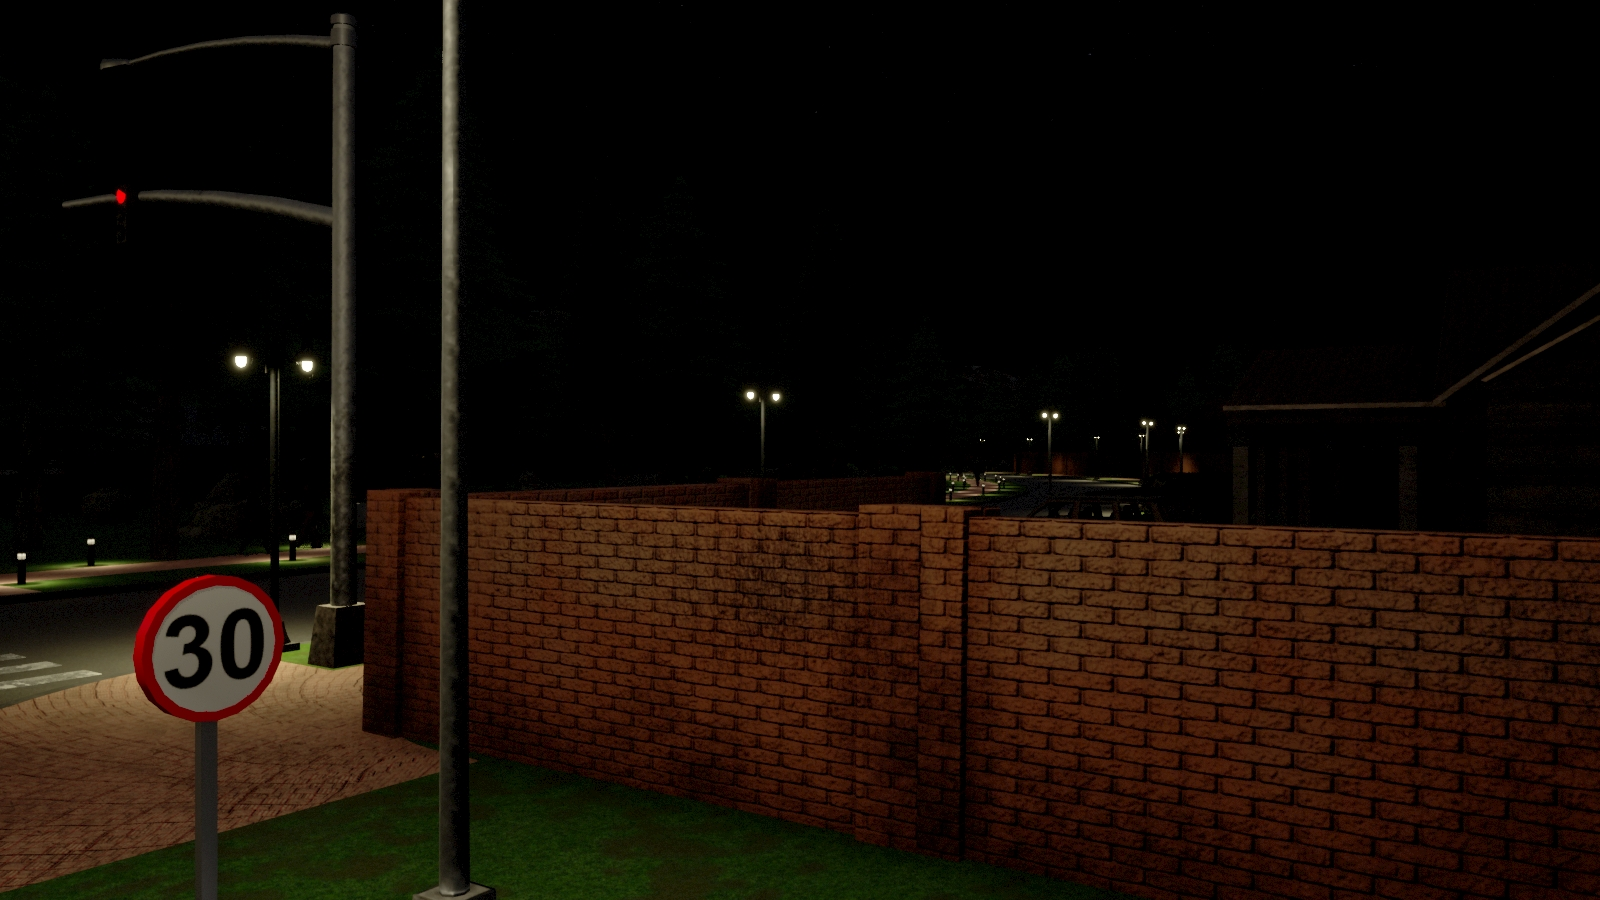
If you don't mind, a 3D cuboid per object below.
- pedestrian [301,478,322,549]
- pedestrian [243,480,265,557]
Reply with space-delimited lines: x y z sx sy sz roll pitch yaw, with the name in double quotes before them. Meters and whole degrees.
"pedestrian" -12.843 1.663 30.053 0.375 1.860 0.375 0 0 36
"pedestrian" -13.391 1.665 28.014 0.375 1.860 0.375 0 0 41
